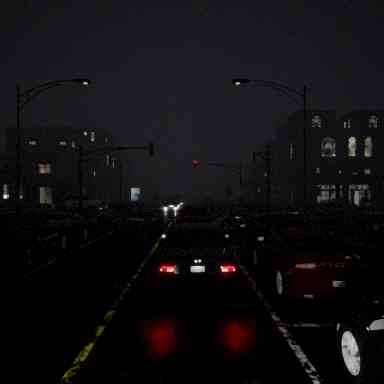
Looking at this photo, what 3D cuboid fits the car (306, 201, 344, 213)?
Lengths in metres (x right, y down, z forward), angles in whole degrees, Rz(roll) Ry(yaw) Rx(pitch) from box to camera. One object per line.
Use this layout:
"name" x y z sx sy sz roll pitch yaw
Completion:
"car" 14.784 1.653 37.283 4.181 1.385 1.994 0 0 1

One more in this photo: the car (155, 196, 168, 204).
"car" -5.732 1.559 63.138 2.008 1.369 4.403 0 0 0

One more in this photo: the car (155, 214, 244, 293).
"car" 0.098 1.548 8.997 2.033 1.411 5.357 0 0 0

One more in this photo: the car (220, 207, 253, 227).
"car" 2.680 1.553 19.698 2.008 1.369 4.403 0 0 0

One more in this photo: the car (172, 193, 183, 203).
"car" -3.052 1.236 72.142 2.150 2.045 5.566 0 0 0

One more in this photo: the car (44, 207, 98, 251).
"car" -5.697 1.552 14.017 2.008 1.369 4.403 0 0 0

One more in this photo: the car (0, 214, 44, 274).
"car" -5.692 1.441 8.325 1.967 1.590 4.097 0 0 0

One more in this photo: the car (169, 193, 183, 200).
"car" -3.110 1.499 61.486 2.128 1.511 4.902 0 0 0

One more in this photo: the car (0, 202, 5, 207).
"car" -25.480 1.447 40.470 4.829 1.417 1.752 0 -1 1

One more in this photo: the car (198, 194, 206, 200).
"car" 2.630 1.458 90.741 1.967 1.590 4.097 0 0 0

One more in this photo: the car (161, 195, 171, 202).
"car" -5.739 1.451 74.183 1.967 1.590 4.097 0 0 0

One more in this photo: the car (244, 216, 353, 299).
"car" 2.688 1.546 8.314 1.887 1.381 4.507 0 0 0

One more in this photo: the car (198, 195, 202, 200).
"car" 2.649 1.590 63.130 1.802 1.307 4.206 0 0 0

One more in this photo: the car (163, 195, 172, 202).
"car" -5.743 1.538 79.535 1.752 1.417 4.829 0 0 0

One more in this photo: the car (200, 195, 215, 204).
"car" 2.657 1.572 52.088 1.947 1.339 4.313 0 0 0

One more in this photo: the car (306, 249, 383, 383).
"car" 2.692 1.551 2.622 2.008 1.369 4.403 0 0 0

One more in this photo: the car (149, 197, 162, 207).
"car" -5.724 1.588 52.095 1.802 1.307 4.206 0 0 0

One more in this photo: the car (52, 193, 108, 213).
"car" -11.473 1.176 34.152 5.566 2.045 2.150 1 0 6

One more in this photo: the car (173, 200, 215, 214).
"car" 0.086 1.480 19.461 1.882 1.535 5.008 0 0 0

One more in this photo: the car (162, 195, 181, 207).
"car" -3.145 1.532 51.134 1.812 1.442 4.674 0 0 1
